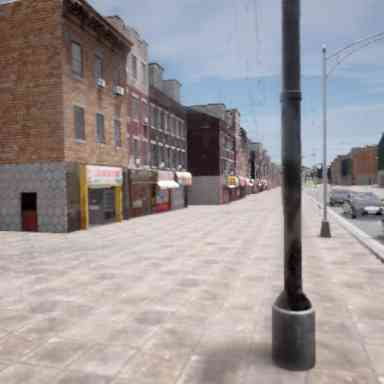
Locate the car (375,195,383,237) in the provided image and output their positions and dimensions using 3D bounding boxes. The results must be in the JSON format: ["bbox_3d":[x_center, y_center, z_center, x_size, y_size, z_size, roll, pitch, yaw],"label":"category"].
[{"bbox_3d":[7.559,1.013,10.676,1.882,1.535,5.008,0,1,18],"label":"car"}]

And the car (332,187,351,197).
[{"bbox_3d":[21.692,-0.003,48.313,1.895,1.301,4.718,0,1,17],"label":"car"}]

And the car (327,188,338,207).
[{"bbox_3d":[13.361,0.484,30.236,1.837,1.490,4.892,0,1,17],"label":"car"}]

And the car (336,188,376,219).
[{"bbox_3d":[10.408,0.757,20.309,2.128,1.511,4.902,0,1,17],"label":"car"}]
